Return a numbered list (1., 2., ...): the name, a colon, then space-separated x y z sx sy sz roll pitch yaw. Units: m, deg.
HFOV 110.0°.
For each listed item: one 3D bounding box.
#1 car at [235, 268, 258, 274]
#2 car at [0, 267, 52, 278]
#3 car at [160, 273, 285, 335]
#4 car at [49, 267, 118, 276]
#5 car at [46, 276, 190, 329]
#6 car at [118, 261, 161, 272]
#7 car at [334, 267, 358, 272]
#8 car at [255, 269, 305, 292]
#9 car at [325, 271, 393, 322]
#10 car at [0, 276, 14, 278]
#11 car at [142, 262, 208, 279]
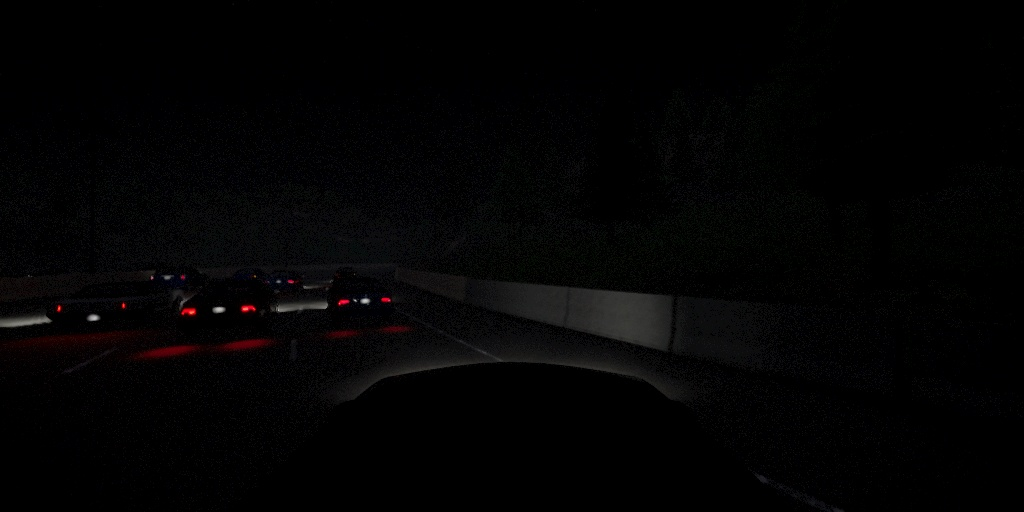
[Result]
1. car: -21.199 1.705 29.096 1.812 1.442 4.674 0 -1 -23
2. car: -46.042 1.829 34.963 1.882 1.535 5.008 0 -1 -18
3. car: -8.650 1.453 11.311 2.033 1.411 5.357 0 -1 -29
4. car: -42.696 1.951 35.930 1.895 1.301 4.718 0 -1 -18
5. car: -13.209 1.538 12.374 1.895 1.301 4.718 0 -1 -28
6. car: -40.043 1.605 39.094 2.150 2.045 5.566 0 -1 -18
7. car: -14.995 1.722 32.394 1.812 1.442 4.674 0 -1 -23
8. car: -15.101 1.637 23.885 2.033 1.411 5.357 0 -1 -25
9. car: -5.702 1.465 13.206 2.033 1.411 5.357 0 -1 -29
10. car: -15.051 1.399 8.442 1.837 1.490 4.892 0 -1 -28
11. car: -23.421 1.493 25.418 2.097 1.767 4.553 0 -1 -23
